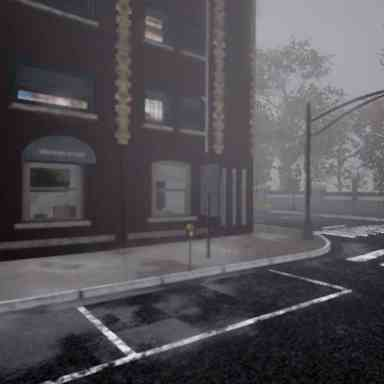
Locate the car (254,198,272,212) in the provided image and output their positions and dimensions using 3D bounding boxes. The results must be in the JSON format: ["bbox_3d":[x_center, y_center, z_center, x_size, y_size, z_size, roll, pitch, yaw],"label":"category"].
[{"bbox_3d":[6.033,1.263,34.248,1.752,1.417,4.829,2,0,-36],"label":"car"}]
